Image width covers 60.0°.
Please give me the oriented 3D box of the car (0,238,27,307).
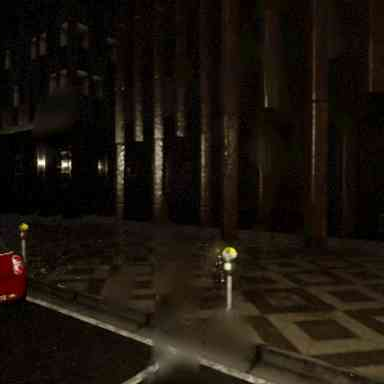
[{"bbox_3d":[-5.136,1.388,6.627,4.097,1.590,1.967,0,0,36],"label":"car"}]
